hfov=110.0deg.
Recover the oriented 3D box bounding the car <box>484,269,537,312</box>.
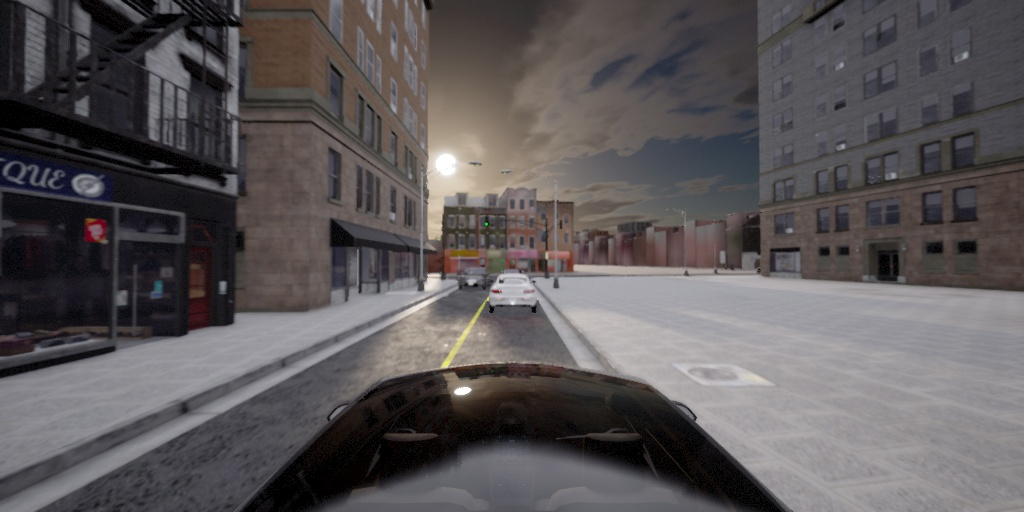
[{"bbox_3d":[0.046,1.428,14.959,1.812,1.442,4.674,0,0,1],"label":"car"}]

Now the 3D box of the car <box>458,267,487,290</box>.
[{"bbox_3d":[-2.554,1.516,25.018,2.128,1.511,4.902,0,-1,1],"label":"car"}]

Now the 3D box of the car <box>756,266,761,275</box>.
[{"bbox_3d":[34.546,1.561,46.997,4.553,1.767,2.097,0,-1,-9],"label":"car"}]
